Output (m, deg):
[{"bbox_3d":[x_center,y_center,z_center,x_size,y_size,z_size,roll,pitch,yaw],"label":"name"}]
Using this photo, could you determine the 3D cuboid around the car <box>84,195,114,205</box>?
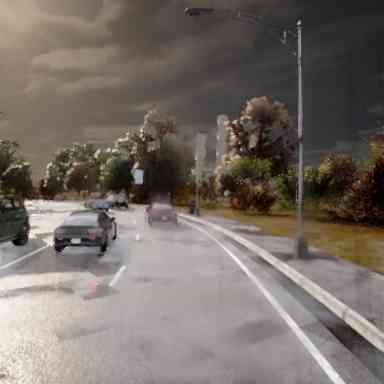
[{"bbox_3d":[-9.876,1.318,34.102,2.033,1.411,5.357,0,0,-26],"label":"car"}]

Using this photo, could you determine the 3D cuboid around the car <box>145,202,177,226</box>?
[{"bbox_3d":[-2.140,1.401,22.359,1.812,1.442,4.674,0,0,-12],"label":"car"}]

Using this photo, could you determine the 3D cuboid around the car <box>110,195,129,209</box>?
[{"bbox_3d":[-9.281,1.105,40.038,2.097,1.767,4.553,0,0,-30],"label":"car"}]

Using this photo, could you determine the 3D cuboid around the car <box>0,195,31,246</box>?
[{"bbox_3d":[-7.640,1.152,11.689,2.150,2.045,5.566,0,0,-5],"label":"car"}]

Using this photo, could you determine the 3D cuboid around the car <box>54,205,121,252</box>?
[{"bbox_3d":[-4.140,1.449,13.386,1.812,1.442,4.674,0,0,-7],"label":"car"}]
